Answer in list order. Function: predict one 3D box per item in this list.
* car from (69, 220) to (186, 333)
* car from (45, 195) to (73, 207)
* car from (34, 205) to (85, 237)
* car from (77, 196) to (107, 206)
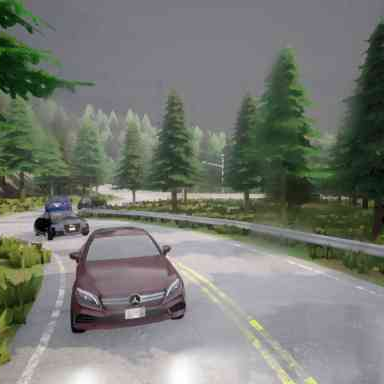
[{"bbox_3d":[-1.525,1.523,7.094,1.812,1.442,4.674,-2,0,-17],"label":"car"},{"bbox_3d":[-12.878,1.326,32.233,2.150,2.045,5.566,-1,0,-18],"label":"car"},{"bbox_3d":[-7.081,1.663,17.849,1.994,1.385,4.181,-4,2,-38],"label":"car"},{"bbox_3d":[-12.739,1.289,42.824,2.097,1.767,4.553,2,2,13],"label":"car"}]
